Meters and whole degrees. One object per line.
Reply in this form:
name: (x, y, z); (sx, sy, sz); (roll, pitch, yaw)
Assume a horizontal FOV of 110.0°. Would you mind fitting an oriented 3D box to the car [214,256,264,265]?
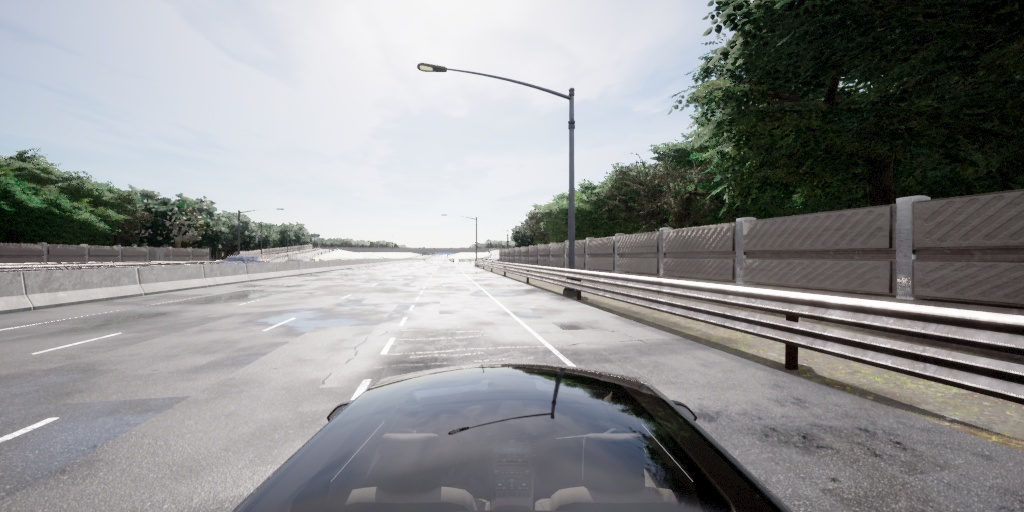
car: (-27.842, 0.996, 36.474); (2.150, 2.045, 5.566); (0, 0, -11)
